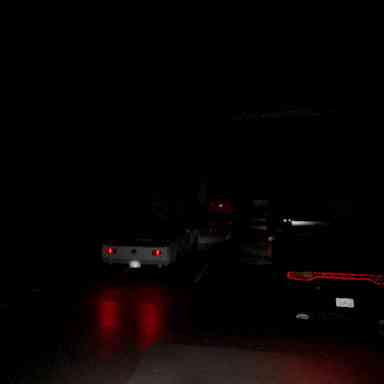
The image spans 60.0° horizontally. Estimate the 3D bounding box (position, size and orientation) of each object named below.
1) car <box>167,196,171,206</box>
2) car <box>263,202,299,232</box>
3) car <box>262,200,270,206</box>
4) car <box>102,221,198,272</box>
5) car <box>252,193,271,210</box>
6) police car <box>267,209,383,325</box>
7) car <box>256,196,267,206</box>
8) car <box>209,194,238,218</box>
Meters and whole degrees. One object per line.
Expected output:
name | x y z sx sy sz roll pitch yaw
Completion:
car | -3.671 1.445 51.006 1.882 1.535 5.008 0 0 12
car | 4.779 1.498 17.111 1.837 1.490 4.892 0 0 12
car | 5.996 1.517 22.987 1.812 1.442 4.674 0 0 12
car | -1.042 1.594 10.856 1.895 1.301 4.718 0 0 11
car | 9.027 1.203 43.227 2.150 2.045 5.566 0 0 13
police car | 2.774 1.423 7.427 1.930 1.638 5.238 0 0 12
car | 11.804 1.501 56.768 1.812 1.442 4.674 0 0 12
car | 2.897 1.205 29.967 2.150 2.045 5.566 0 0 12
